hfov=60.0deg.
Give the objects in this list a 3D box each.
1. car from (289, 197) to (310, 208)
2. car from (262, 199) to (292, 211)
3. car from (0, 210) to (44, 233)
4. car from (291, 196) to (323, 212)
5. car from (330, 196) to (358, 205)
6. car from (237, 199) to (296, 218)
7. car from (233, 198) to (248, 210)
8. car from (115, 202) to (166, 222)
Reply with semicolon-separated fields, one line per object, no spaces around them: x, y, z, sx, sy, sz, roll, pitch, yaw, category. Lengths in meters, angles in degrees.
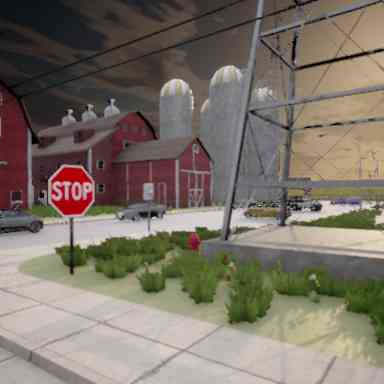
16.912;1.613;52.155;1.837;1.490;4.892;0;0;34;car
11.332;1.654;43.945;2.033;1.411;5.357;0;0;35;car
-10.610;1.692;18.647;1.994;1.385;4.181;0;0;37;car
13.601;1.393;40.137;3.866;1.878;1.905;0;0;35;car
27.422;1.562;60.010;4.611;1.667;2.242;0;0;35;car
6.372;1.581;28.743;4.193;1.474;1.816;0;0;35;car
7.107;1.637;44.177;1.837;1.490;4.892;0;-1;35;car
-4.210;1.620;27.763;2.128;1.511;4.902;0;0;34;car
